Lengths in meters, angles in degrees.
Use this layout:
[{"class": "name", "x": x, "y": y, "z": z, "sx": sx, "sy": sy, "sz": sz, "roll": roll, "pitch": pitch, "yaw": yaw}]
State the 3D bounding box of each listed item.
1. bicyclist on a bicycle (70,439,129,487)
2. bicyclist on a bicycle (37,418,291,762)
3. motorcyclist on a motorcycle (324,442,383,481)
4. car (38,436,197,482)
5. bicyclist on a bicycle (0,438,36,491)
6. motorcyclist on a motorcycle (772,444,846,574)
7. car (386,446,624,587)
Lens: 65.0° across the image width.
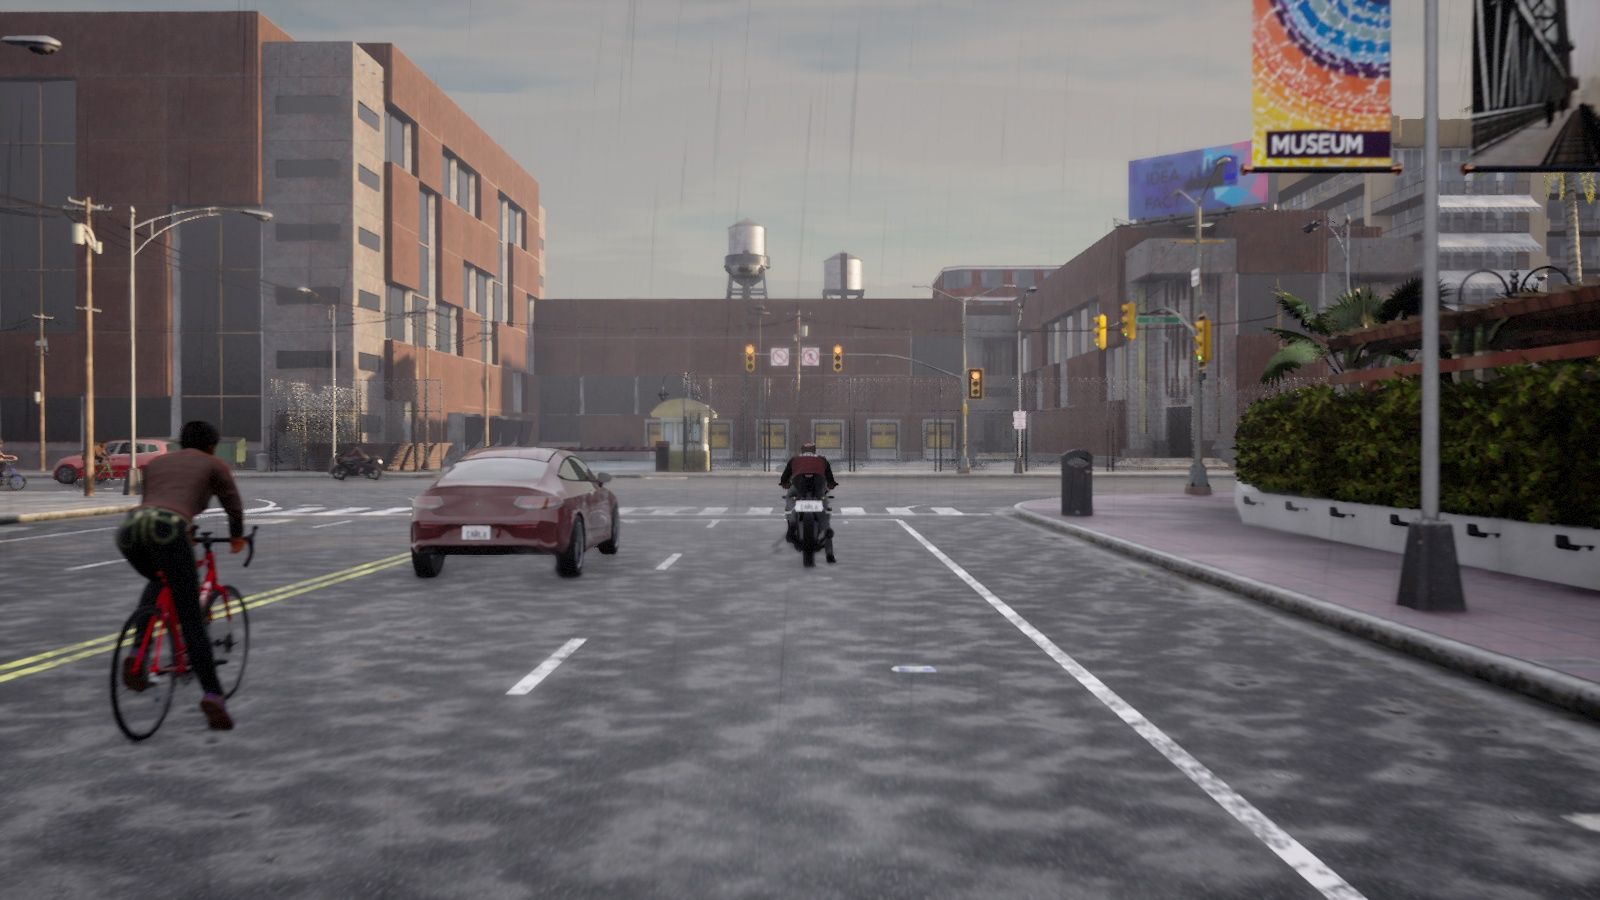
[{"class": "bicyclist on a bicycle", "x": -23.768, "y": 0.440, "z": 42.621, "sx": 1.656, "sy": 1.620, "sz": 0.582, "roll": 0, "pitch": 0, "yaw": 1}, {"class": "bicyclist on a bicycle", "x": -3.332, "y": 0.659, "z": 6.747, "sx": 0.582, "sy": 1.620, "sz": 1.656, "roll": 0, "pitch": 0, "yaw": -2}, {"class": "motorcyclist on a motorcycle", "x": -17.601, "y": 0.435, "z": 49.530, "sx": 2.044, "sy": 1.523, "sz": 0.797, "roll": 0, "pitch": 0, "yaw": 1}, {"class": "car", "x": -24.997, "y": 0.311, "z": 46.137, "sx": 4.611, "sy": 1.667, "sz": 2.242, "roll": 0, "pitch": 0, "yaw": 1}, {"class": "bicyclist on a bicycle", "x": -24.844, "y": 0.442, "z": 39.144, "sx": 1.509, "sy": 1.612, "sz": 0.866, "roll": 0, "pitch": 0, "yaw": 1}, {"class": "motorcyclist on a motorcycle", "x": 0.108, "y": 0.692, "z": 15.931, "sx": 0.866, "sy": 1.530, "sz": 2.191, "roll": 0, "pitch": 0, "yaw": 0}, {"class": "car", "x": -3.382, "y": 0.683, "z": 15.340, "sx": 1.812, "sy": 1.442, "sz": 4.674, "roll": 0, "pitch": 0, "yaw": 0}]
